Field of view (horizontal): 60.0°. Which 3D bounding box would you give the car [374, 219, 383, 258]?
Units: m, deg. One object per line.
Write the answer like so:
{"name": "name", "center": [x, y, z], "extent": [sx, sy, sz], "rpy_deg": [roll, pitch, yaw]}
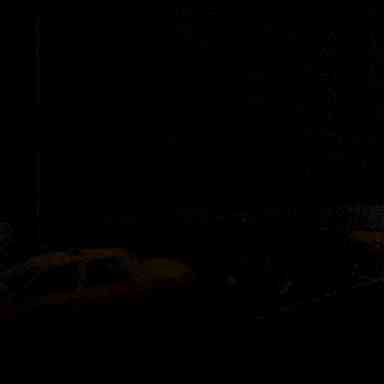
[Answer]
{"name": "car", "center": [7.088, 1.505, 11.703], "extent": [4.829, 1.417, 1.752], "rpy_deg": [0, 0, -35]}

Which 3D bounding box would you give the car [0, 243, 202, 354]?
{"name": "car", "center": [-2.098, 1.523, 5.154], "extent": [4.829, 1.417, 1.752], "rpy_deg": [0, 0, -35]}

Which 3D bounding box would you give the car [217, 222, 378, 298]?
{"name": "car", "center": [2.634, 1.554, 8.528], "extent": [4.313, 1.339, 1.947], "rpy_deg": [0, 0, -35]}
